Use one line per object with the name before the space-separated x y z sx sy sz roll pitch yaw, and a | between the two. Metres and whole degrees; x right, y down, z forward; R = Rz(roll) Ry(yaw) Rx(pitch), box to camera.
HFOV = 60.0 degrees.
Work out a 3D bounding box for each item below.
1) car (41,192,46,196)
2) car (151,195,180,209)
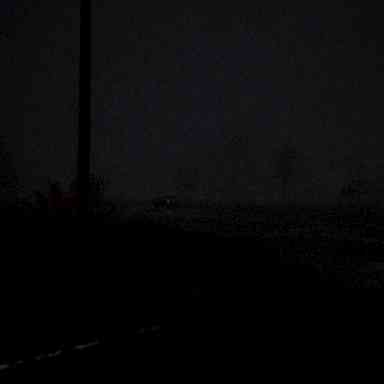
car | -36.122 0.749 80.385 1.837 1.490 4.892 0 1 -28
car | -3.456 1.184 42.804 2.097 1.767 4.553 0 1 -35
